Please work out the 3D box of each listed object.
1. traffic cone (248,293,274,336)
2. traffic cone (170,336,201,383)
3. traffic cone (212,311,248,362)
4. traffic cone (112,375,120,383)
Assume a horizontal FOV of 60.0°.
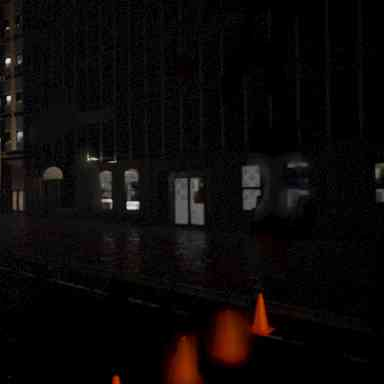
[{"bbox_3d":[1.105,1.942,5.390,0.340,0.580,0.340,0,0,37],"label":"traffic cone"},{"bbox_3d":[-0.088,1.943,3.785,0.340,0.580,0.340,0,0,37],"label":"traffic cone"},{"bbox_3d":[0.509,1.943,4.587,0.340,0.580,0.340,0,0,37],"label":"traffic cone"},{"bbox_3d":[-0.684,1.944,2.982,0.340,0.580,0.340,0,0,37],"label":"traffic cone"}]
